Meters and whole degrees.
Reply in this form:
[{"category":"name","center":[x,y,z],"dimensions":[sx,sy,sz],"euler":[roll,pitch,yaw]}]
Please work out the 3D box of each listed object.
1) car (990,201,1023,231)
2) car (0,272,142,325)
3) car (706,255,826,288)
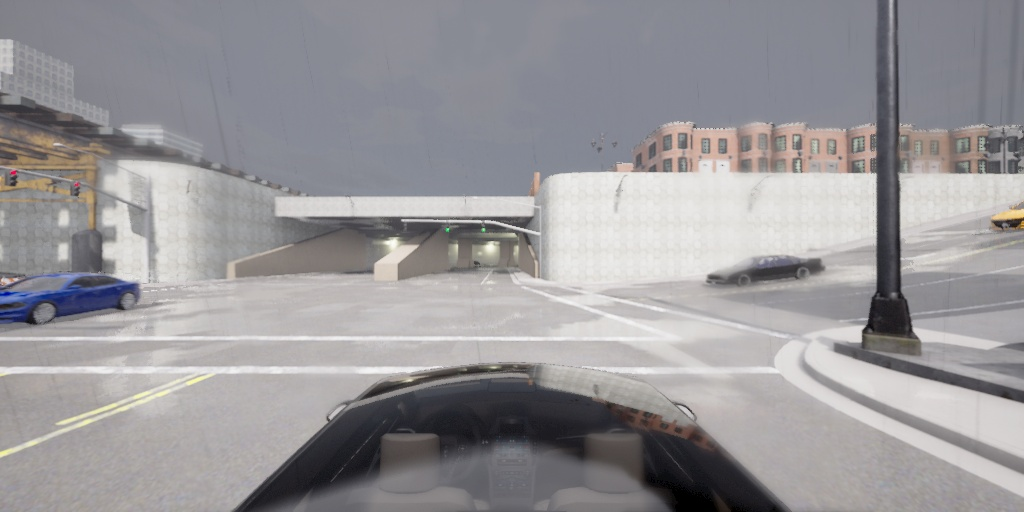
[{"category":"car","center":[28.240,-2.507,18.809],"dimensions":[5.008,1.535,1.882],"euler":[-14,0,0]},{"category":"car","center":[-15.118,1.328,11.980],"dimensions":[1.882,1.535,5.008],"euler":[0,0,-13]},{"category":"car","center":[13.099,0.695,18.661],"dimensions":[5.357,1.411,2.033],"euler":[-7,0,-1]}]
